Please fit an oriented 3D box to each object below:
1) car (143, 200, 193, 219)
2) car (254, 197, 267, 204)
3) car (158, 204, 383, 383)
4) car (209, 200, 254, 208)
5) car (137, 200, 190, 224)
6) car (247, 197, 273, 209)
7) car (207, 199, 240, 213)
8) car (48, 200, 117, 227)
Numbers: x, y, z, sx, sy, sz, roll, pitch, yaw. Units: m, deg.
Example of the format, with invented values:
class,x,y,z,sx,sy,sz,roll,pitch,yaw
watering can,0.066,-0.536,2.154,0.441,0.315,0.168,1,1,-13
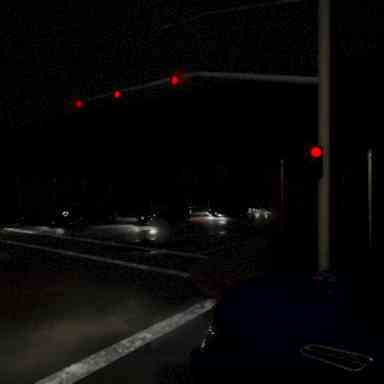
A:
class,x,y,z,sx,sy,sz,roll,pitch,yaw
car,-2.117,1.512,30.322,1.837,1.490,4.892,0,0,36
car,9.678,1.563,40.853,2.033,1.411,5.357,0,0,36
car,2.620,1.224,2.122,5.566,2.045,2.150,0,0,36
car,3.694,1.563,32.460,2.033,1.411,5.357,0,0,35
car,-1.949,1.521,24.515,1.837,1.490,4.892,0,0,35
car,9.654,1.511,46.837,1.837,1.490,4.892,0,0,36
car,3.664,1.571,38.452,1.994,1.385,4.181,0,0,35
car,-7.464,1.360,22.915,2.097,1.767,4.553,0,0,37
